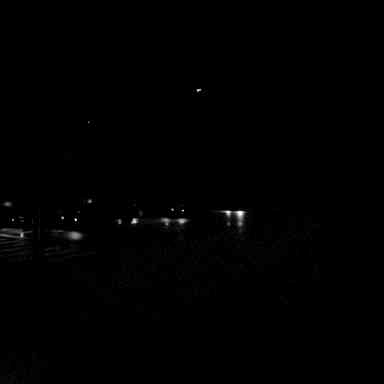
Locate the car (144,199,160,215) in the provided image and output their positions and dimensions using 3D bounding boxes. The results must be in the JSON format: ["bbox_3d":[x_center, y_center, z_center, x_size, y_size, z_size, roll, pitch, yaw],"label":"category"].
[{"bbox_3d":[-4.169,1.390,30.157,1.882,1.535,5.008,0,0,35],"label":"car"}]

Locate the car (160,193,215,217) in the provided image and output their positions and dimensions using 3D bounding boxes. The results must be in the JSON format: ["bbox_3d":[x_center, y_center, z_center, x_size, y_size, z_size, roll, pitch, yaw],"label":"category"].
[{"bbox_3d":[-0.047,1.117,30.347,2.150,2.045,5.566,0,0,35],"label":"car"}]

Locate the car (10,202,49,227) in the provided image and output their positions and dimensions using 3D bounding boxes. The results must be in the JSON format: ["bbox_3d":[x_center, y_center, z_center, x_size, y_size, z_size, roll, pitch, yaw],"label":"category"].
[{"bbox_3d":[-9.630,1.457,22.460,1.837,1.490,4.892,0,0,35],"label":"car"}]

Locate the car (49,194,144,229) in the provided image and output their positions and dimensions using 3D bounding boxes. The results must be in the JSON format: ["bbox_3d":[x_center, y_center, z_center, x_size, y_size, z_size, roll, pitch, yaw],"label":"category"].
[{"bbox_3d":[-6.044,1.160,21.894,2.150,2.045,5.566,0,0,35],"label":"car"}]

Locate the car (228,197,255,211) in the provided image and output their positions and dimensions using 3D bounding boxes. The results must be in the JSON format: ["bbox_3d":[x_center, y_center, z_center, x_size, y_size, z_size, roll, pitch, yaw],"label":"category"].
[{"bbox_3d":[6.012,1.355,38.875,1.837,1.490,4.892,0,0,36],"label":"car"}]
